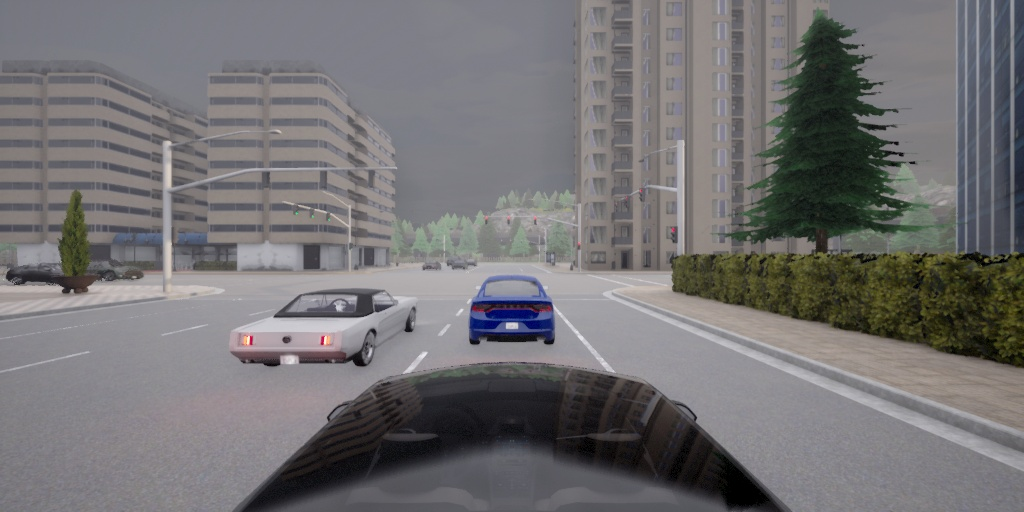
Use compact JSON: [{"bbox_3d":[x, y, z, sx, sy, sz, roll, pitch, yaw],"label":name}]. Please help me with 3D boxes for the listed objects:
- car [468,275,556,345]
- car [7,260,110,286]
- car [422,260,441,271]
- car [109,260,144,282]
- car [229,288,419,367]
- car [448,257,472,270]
[{"bbox_3d":[-0.005,1.227,9.539,1.882,1.535,5.008,0,0,0],"label":"car"},{"bbox_3d":[-31.662,1.238,24.839,4.902,1.511,2.128,0,0,0],"label":"car"},{"bbox_3d":[-11.011,1.307,49.409,1.994,1.385,4.181,0,0,0],"label":"car"},{"bbox_3d":[-32.109,1.099,28.341,4.553,1.767,2.097,0,0,0],"label":"car"},{"bbox_3d":[-3.497,1.350,7.873,1.895,1.301,4.718,0,0,0],"label":"car"},{"bbox_3d":[-7.524,1.290,52.303,2.033,1.411,5.357,0,0,0],"label":"car"}]
